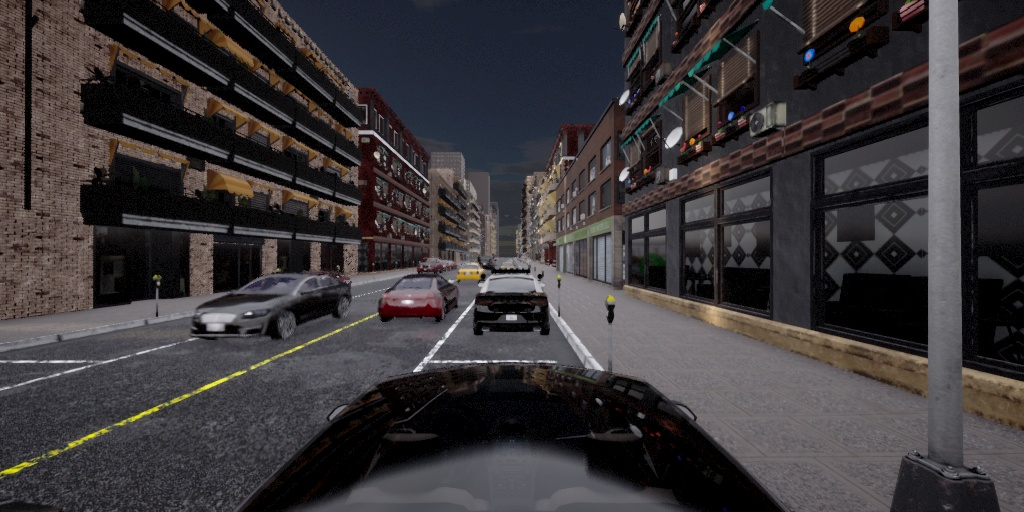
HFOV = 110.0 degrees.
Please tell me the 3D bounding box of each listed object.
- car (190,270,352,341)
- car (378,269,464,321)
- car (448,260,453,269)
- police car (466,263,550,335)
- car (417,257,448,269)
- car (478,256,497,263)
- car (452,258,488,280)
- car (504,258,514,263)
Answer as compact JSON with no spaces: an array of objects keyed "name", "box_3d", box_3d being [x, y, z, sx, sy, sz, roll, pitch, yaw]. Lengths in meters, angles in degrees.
[{"name":"car","box_3d":[-6.247,1.242,10.009,2.128,1.511,4.902,0,0,0]},{"name":"car","box_3d":[-3.046,1.315,12.470,1.994,1.385,4.181,0,0,0]},{"name":"car","box_3d":[-8.837,1.188,44.643,1.967,1.591,4.097,0,0,0]},{"name":"police car","box_3d":[-0.011,1.175,10.609,1.930,1.638,5.238,0,0,0]},{"name":"car","box_3d":[-8.837,1.064,39.007,2.192,1.841,5.009,0,0,0]},{"name":"car","box_3d":[-3.043,0.970,42.503,2.150,2.045,5.566,0,0,0]},{"name":"car","box_3d":[-3.145,1.206,28.077,1.801,1.575,5.366,0,0,0]},{"name":"car","box_3d":[-0.456,1.275,39.173,1.751,1.417,4.829,0,0,0]}]
